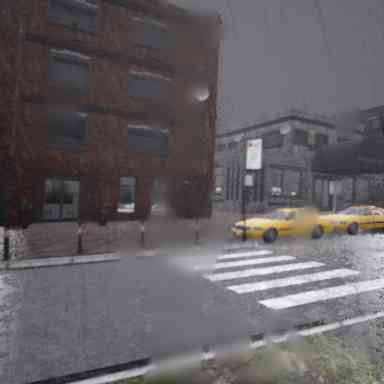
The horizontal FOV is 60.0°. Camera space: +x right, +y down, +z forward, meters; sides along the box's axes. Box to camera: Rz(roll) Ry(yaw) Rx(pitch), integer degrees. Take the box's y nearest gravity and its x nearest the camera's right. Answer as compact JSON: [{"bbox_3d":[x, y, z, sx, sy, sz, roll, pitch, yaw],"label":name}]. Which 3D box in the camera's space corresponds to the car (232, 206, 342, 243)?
[{"bbox_3d":[4.427,1.456,15.924,5.366,1.575,1.946,0,0,-28],"label":"car"}]

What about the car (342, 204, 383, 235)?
[{"bbox_3d":[9.280,1.447,18.559,5.366,1.575,1.946,0,0,-29],"label":"car"}]
